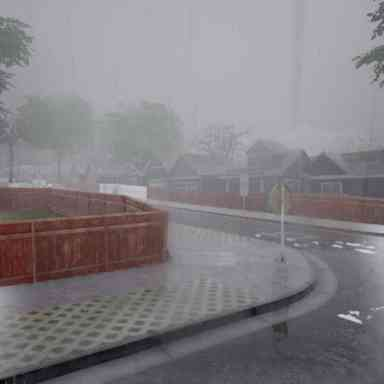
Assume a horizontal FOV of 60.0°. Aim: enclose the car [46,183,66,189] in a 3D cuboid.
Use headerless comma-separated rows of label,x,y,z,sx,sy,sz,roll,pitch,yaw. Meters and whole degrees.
car,-19.073,-0.441,46.657,2.097,1.767,4.553,1,2,-35
